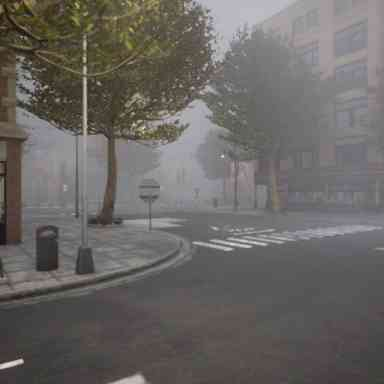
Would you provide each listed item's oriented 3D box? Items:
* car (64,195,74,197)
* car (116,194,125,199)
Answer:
[{"bbox_3d":[-26.514,1.405,73.796,4.786,1.482,2.161,0,0,-36],"label":"car"},{"bbox_3d":[-18.981,1.307,84.237,4.674,1.452,2.002,0,0,-36],"label":"car"}]
